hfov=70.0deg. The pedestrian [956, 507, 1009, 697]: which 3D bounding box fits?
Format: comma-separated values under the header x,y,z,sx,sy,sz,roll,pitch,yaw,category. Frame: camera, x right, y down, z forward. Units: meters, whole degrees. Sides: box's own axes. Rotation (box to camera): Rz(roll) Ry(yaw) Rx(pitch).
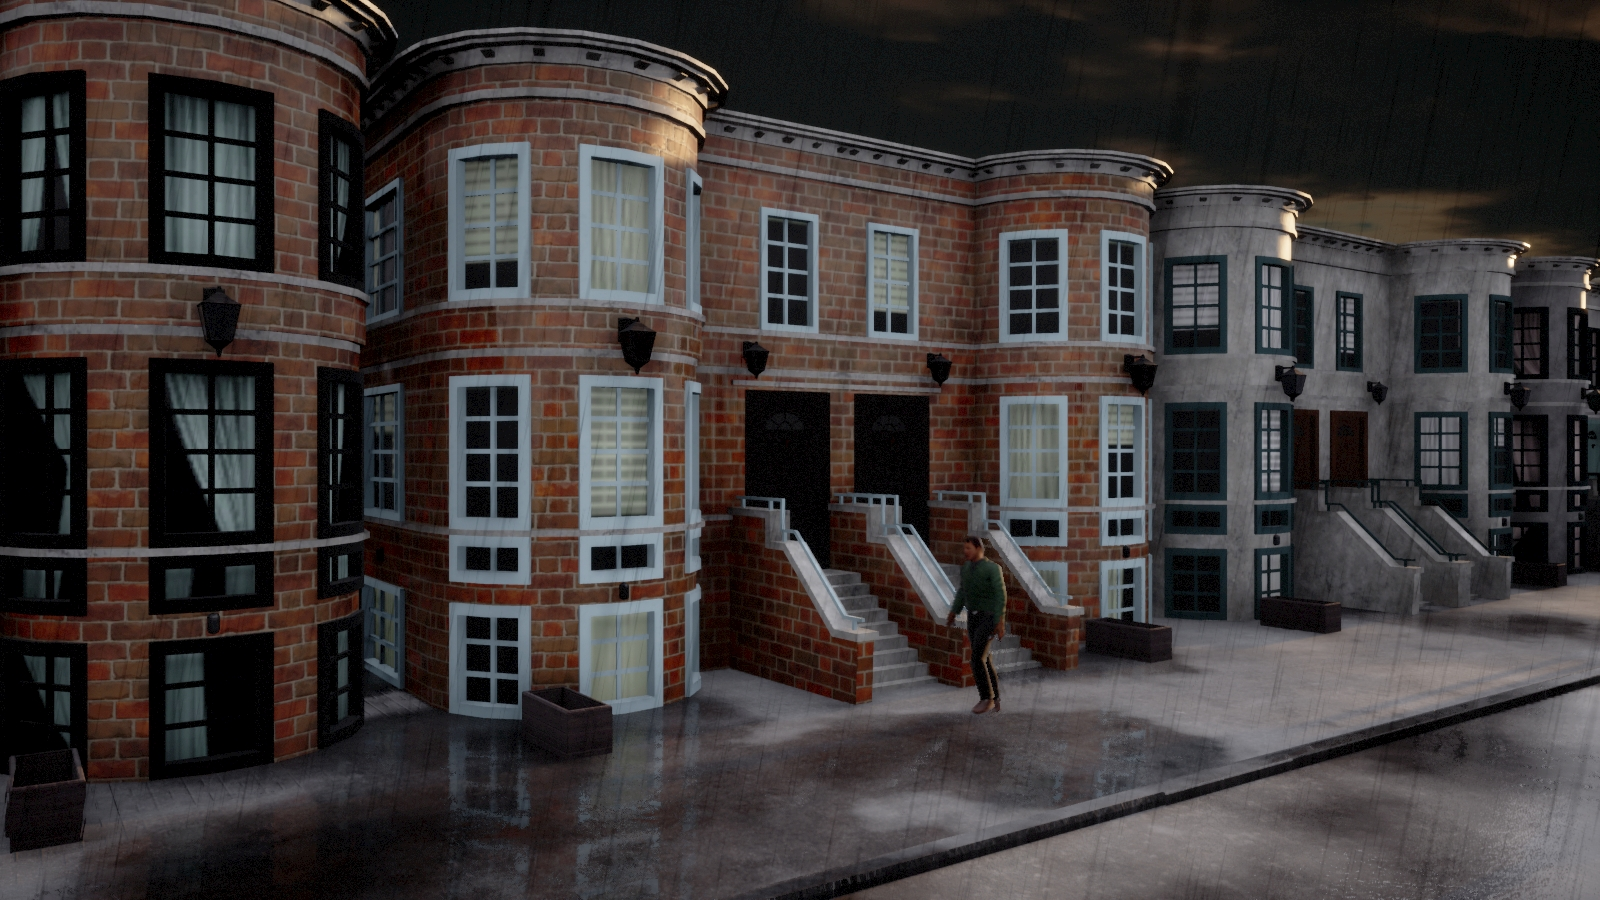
x,y,z,sx,sy,sz,roll,pitch,yaw,category
1.851,1.523,11.583,0.375,1.860,0.375,0,0,-31,pedestrian
